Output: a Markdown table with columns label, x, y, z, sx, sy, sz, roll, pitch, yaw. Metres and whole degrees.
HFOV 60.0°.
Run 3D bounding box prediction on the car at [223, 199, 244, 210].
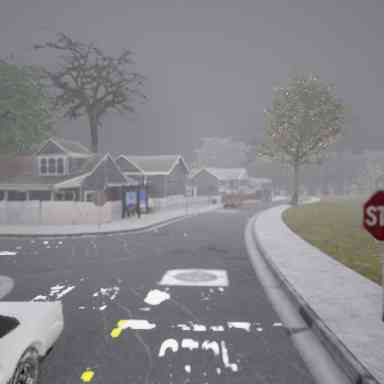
| label | x | y | z | sx | sy | sz | roll | pitch | yaw |
| --- | --- | --- | --- | --- | --- | --- | --- | --- | --- |
| car | 5.552 | 1.609 | 44.390 | 1.895 | 1.301 | 4.718 | 1 | 1 | 20 |

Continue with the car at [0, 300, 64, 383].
| label | x | y | z | sx | sy | sz | roll | pitch | yaw |
| --- | --- | --- | --- | --- | --- | --- | --- | --- | --- |
| car | -2.650 | 1.611 | 2.108 | 1.895 | 1.301 | 4.718 | 0 | 0 | 2 |
